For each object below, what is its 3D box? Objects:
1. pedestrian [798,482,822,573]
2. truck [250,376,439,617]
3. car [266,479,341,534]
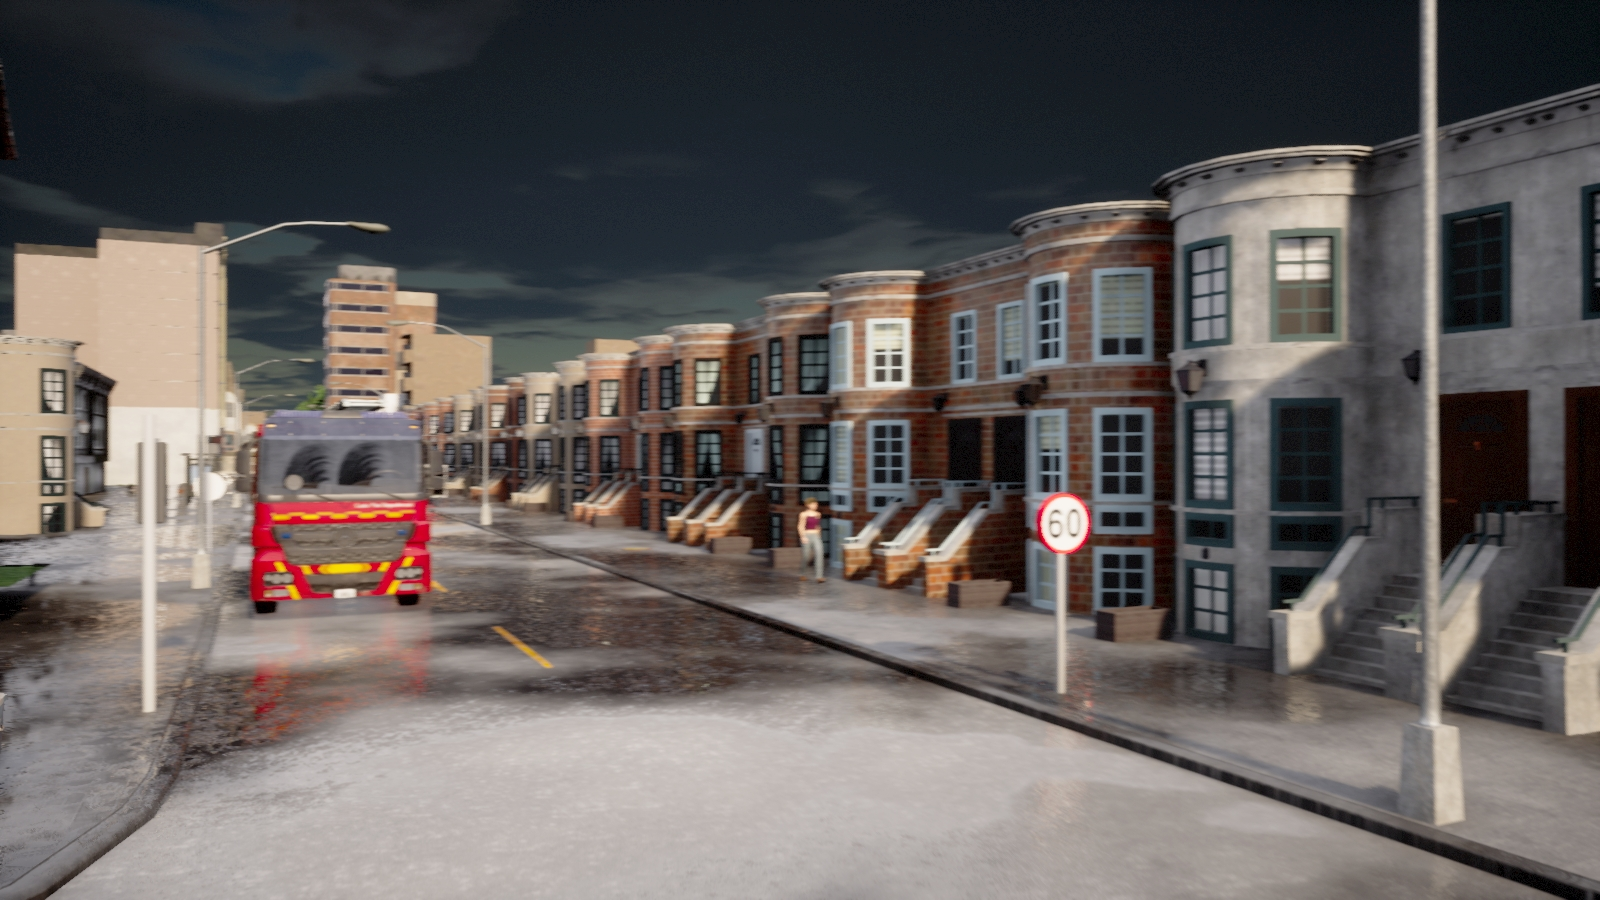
[{"bbox_3d":[0.200,1.593,23.671,0.375,1.860,0.375,0,0,-24],"label":"pedestrian"},{"bbox_3d":[-9.225,0.753,22.574,2.891,3.827,8.468,0,0,-25],"label":"truck"},{"bbox_3d":[-17.195,1.891,39.454,2.242,1.667,4.611,0,0,-25],"label":"car"}]
